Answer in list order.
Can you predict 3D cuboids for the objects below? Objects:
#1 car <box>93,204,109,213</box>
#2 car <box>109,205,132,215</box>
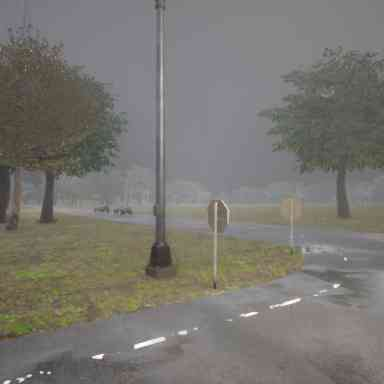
[{"bbox_3d":[-16.657,3.062,61.219,1.837,1.490,4.892,2,-2,-34],"label":"car"},{"bbox_3d":[-11.121,2.892,52.940,1.837,1.490,4.892,2,-2,-33],"label":"car"}]
